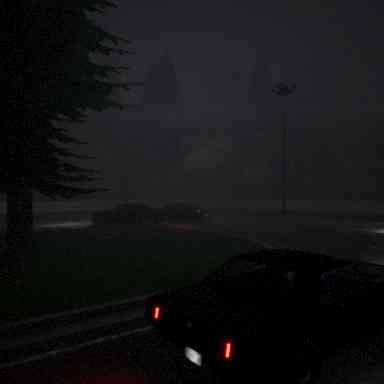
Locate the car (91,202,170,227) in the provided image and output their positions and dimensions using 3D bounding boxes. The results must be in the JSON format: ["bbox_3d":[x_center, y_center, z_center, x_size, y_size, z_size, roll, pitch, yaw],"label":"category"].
[{"bbox_3d":[-4.270,1.467,22.376,5.008,1.535,1.882,0,-1,4],"label":"car"}]

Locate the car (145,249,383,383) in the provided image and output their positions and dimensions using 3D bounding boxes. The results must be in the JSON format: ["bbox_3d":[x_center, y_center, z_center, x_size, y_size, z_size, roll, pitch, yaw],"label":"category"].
[{"bbox_3d":[1.751,1.596,5.213,4.718,1.301,1.895,0,0,-39],"label":"car"}]

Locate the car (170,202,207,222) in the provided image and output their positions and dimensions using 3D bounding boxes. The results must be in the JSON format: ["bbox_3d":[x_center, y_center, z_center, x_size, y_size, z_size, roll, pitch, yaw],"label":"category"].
[{"bbox_3d":[-1.204,1.510,25.541,4.674,1.442,1.812,0,-1,16],"label":"car"}]
